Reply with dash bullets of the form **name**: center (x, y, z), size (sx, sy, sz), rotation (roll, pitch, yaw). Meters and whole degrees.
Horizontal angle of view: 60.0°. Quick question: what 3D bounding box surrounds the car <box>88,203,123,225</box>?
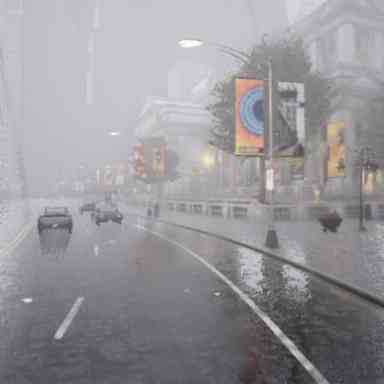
- **car**: center (-6.663, 1.780, 25.696), size (1.895, 1.301, 4.718), rotation (0, 0, -22)

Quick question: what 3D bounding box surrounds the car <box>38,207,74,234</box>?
- **car**: center (-8.372, 1.652, 20.488), size (2.128, 1.511, 4.902), rotation (0, 0, -21)

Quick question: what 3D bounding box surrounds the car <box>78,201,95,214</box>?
- **car**: center (-12.340, 1.792, 39.385), size (1.837, 1.490, 4.892), rotation (0, 0, -23)
